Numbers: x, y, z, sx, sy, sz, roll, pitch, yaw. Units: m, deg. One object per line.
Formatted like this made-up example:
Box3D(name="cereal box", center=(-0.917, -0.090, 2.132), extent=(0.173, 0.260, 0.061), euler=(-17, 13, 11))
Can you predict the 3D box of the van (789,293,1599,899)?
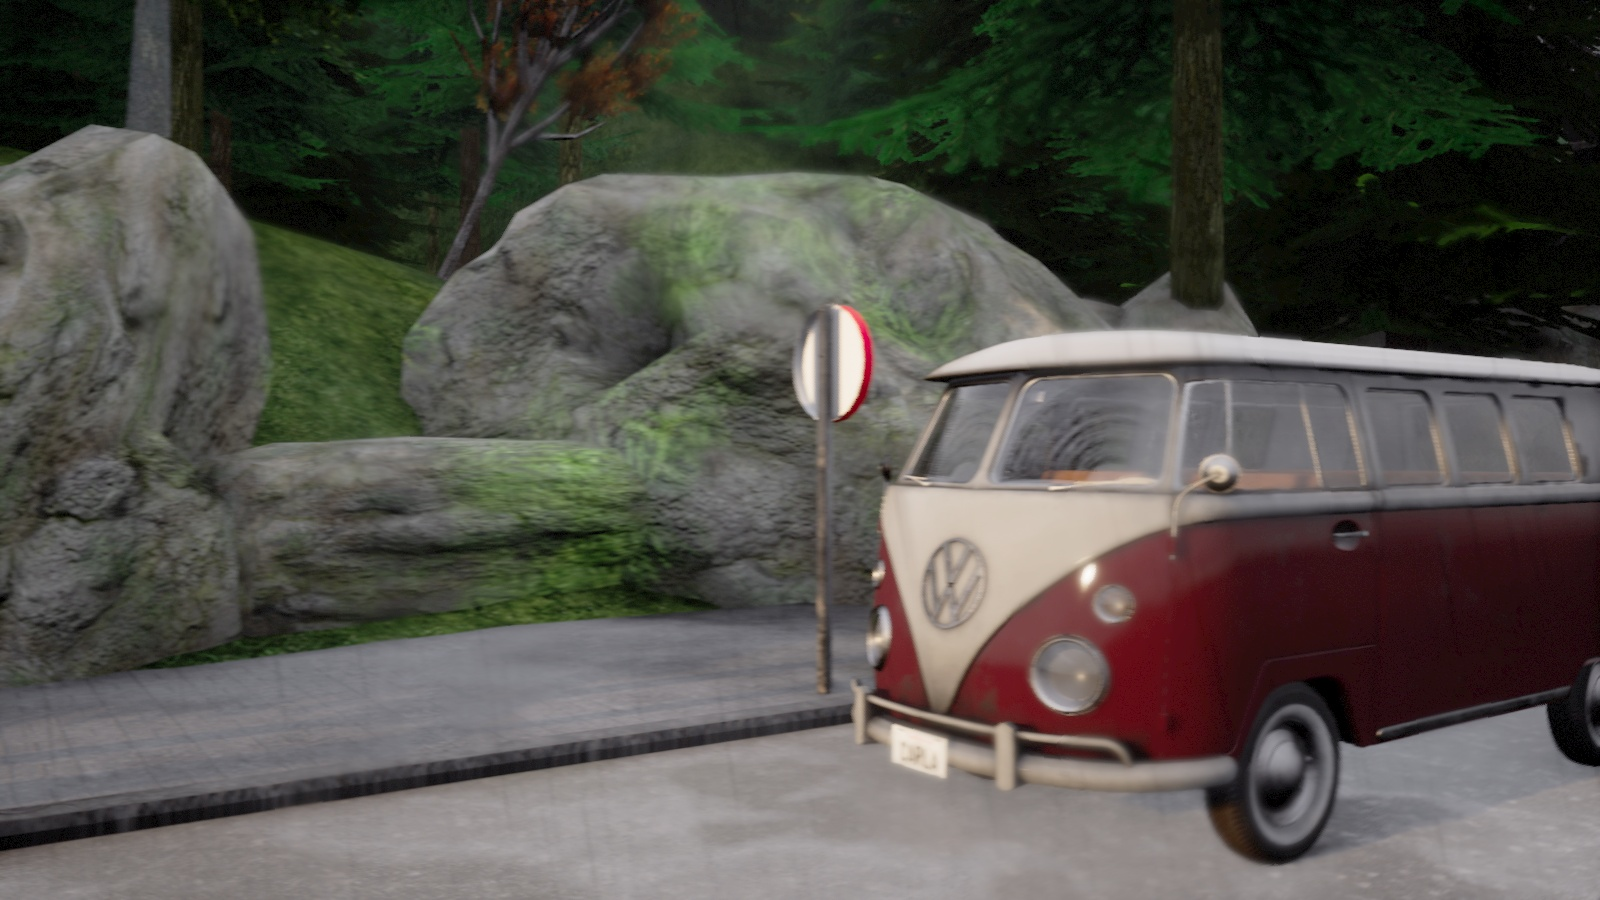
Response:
Box3D(name="van", center=(2.289, 0.506, 5.863), extent=(4.442, 1.987, 1.775), euler=(0, 0, -35))
